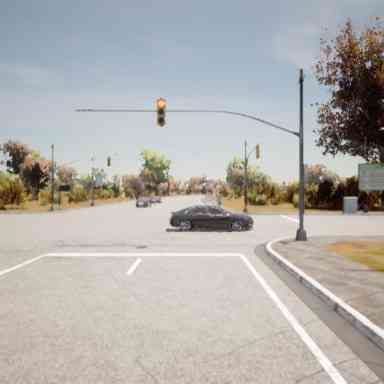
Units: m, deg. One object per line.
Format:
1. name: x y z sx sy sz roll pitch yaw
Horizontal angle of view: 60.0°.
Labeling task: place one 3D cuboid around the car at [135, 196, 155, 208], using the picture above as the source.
1. car: -7.050 1.467 48.416 2.128 1.511 4.902 0 0 0

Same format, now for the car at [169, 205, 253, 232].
1. car: 1.096 1.522 19.390 4.892 1.490 1.837 0 0 3

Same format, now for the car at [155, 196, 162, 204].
1. car: -6.987 1.459 64.255 2.128 1.511 4.902 0 0 1
